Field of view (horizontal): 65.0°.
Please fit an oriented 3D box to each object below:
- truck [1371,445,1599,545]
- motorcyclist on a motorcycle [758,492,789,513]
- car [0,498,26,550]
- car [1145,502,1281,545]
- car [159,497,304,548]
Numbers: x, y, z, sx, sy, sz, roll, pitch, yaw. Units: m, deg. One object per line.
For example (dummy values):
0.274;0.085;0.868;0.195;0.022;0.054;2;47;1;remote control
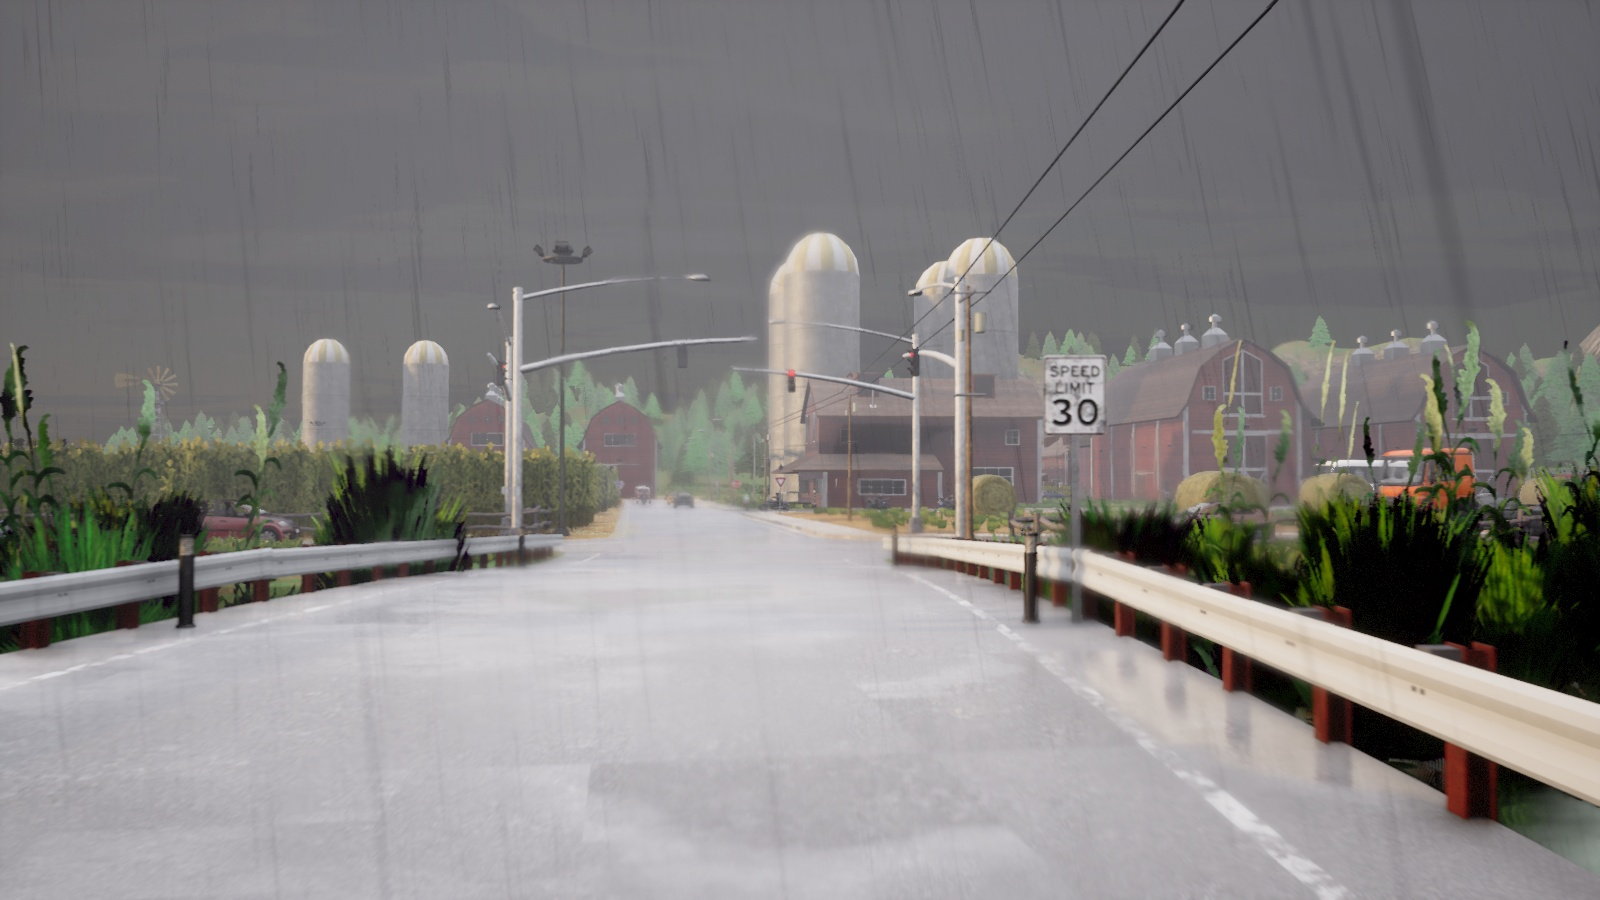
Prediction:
25.287;1.622;45.476;7.936;3.462;2.891;0;-2;-5;truck
-2.104;4.124;99.082;2.350;1.649;0.766;0;-2;-10;motorcyclist on a motorcycle
-28.002;2.363;40.387;4.856;1.649;2.033;0;-2;-8;car
14.616;2.580;44.561;4.193;1.474;1.816;0;-2;-5;car
-18.756;2.377;41.607;3.988;1.617;1.851;0;-2;-7;car
